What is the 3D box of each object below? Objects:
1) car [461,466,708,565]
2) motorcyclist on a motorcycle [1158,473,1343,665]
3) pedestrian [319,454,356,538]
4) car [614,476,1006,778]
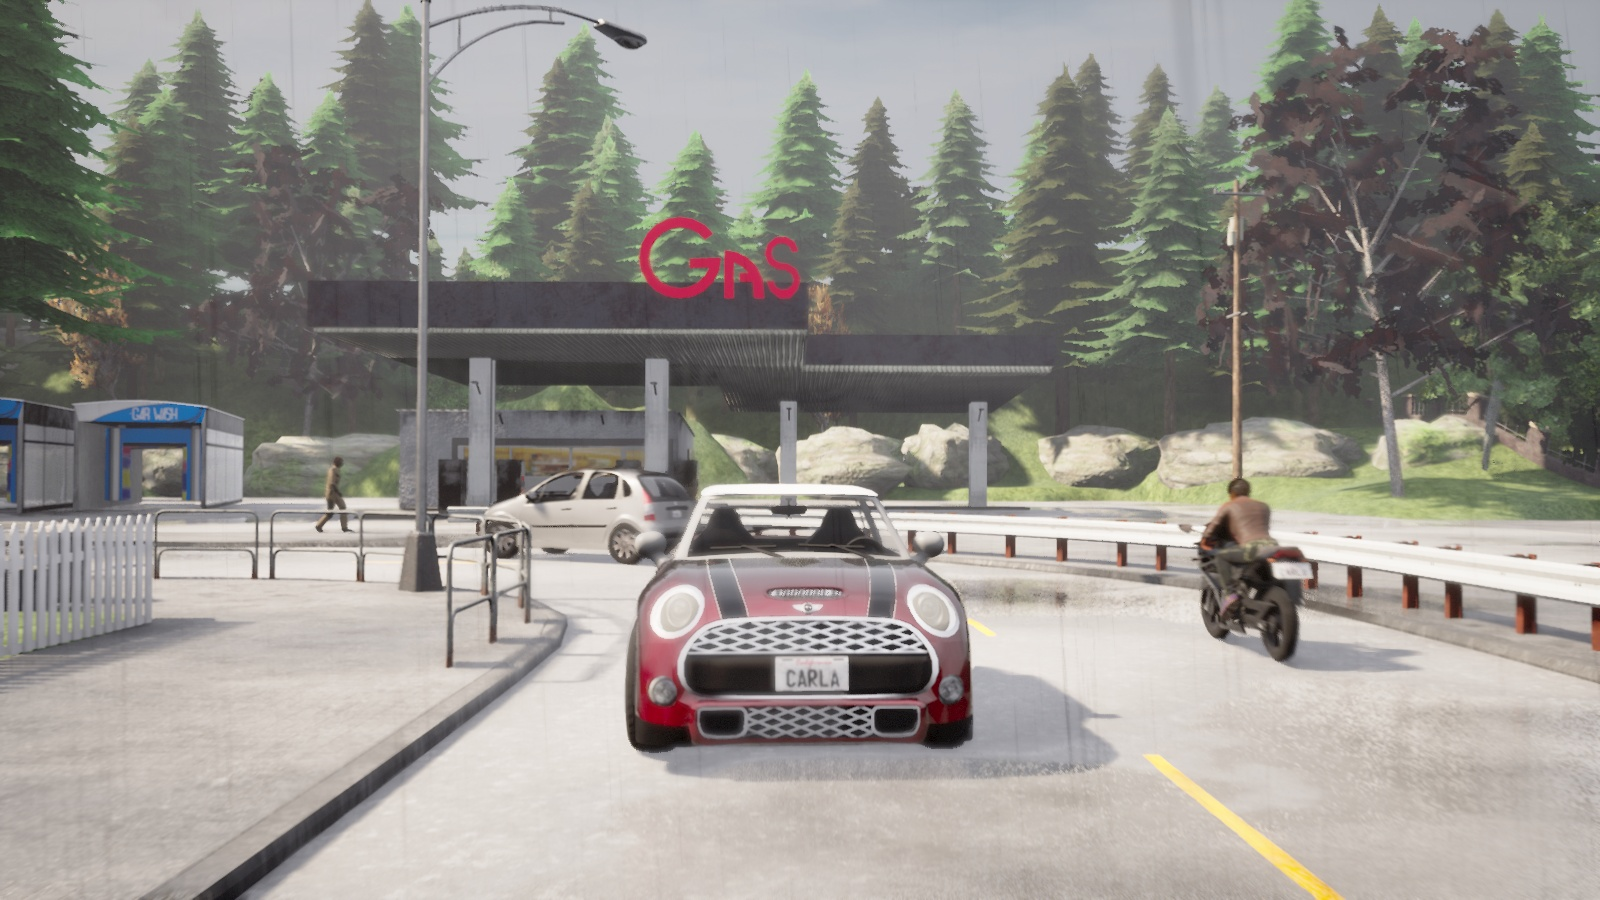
[{"bbox_3d":[-3.835,1.110,22.293,3.988,1.617,1.851,-1,-1,27],"label":"car"},{"bbox_3d":[3.901,0.971,11.085,0.797,1.523,2.044,-1,-1,-2],"label":"motorcyclist on a motorcycle"},{"bbox_3d":[-10.690,1.062,29.049,0.692,1.930,0.396,0,-1,3],"label":"pedestrian"},{"bbox_3d":[-0.067,0.921,8.210,1.970,1.475,3.806,0,-1,-4],"label":"car"}]
